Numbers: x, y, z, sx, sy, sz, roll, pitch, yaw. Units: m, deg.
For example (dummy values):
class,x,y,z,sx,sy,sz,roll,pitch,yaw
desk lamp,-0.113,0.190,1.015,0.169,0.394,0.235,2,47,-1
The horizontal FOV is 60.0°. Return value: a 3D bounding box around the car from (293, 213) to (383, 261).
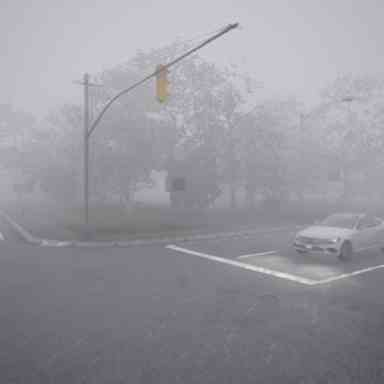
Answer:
class,x,y,z,sx,sy,sz,roll,pitch,yaw
car,5.782,1.535,12.394,4.674,1.442,1.812,0,0,-35
